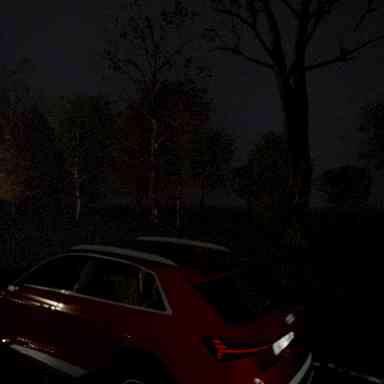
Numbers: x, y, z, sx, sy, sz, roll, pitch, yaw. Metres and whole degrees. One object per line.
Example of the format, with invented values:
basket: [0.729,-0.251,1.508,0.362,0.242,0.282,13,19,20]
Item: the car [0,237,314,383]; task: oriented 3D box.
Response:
car: [-1.020,1.408,4.294,4.856,1.649,2.033,0,-1,35]
